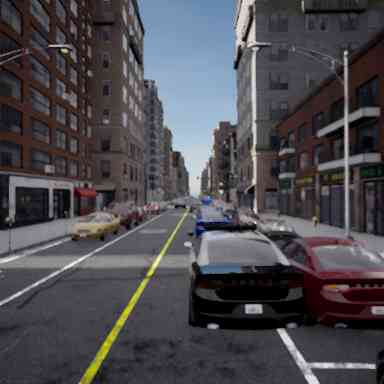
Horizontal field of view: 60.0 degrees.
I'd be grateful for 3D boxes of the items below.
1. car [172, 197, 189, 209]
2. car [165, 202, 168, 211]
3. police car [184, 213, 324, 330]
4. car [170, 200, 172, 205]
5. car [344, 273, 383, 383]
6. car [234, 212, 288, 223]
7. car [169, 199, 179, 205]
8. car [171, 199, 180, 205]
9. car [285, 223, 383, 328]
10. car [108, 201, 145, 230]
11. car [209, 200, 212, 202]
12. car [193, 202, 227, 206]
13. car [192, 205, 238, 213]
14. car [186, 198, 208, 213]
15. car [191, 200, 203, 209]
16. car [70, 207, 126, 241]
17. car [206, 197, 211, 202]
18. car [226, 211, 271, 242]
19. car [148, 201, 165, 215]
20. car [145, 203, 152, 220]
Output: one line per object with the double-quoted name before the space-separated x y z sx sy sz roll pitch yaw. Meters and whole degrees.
"car" -1.933 2.098 56.269 1.882 1.535 5.008 0 -1 1
"car" -4.720 2.039 45.633 1.752 1.417 4.829 0 -1 1
"police car" 0.857 1.504 7.372 1.930 1.638 5.238 0 -1 -1
"car" -4.640 2.126 51.320 2.008 1.369 4.403 0 -1 1
"car" 2.685 1.574 1.554 1.947 1.339 4.313 0 -1 1
"car" 2.840 1.677 12.590 2.008 1.369 4.403 0 -1 1
"car" -4.259 2.417 78.398 2.008 1.369 4.403 0 -1 1
"car" -4.178 2.472 84.079 1.887 1.381 4.507 0 -1 1
"car" 2.762 1.612 7.072 1.887 1.381 4.507 0 -1 1
"car" -5.030 1.592 23.735 2.192 1.841 5.009 0 -1 1
"car" 3.229 2.007 40.180 1.802 1.307 4.206 0 -1 1
"car" 1.178 1.727 23.276 1.882 1.535 5.008 0 -1 1
"car" 1.093 1.662 17.277 1.882 1.535 5.008 0 -1 1
"car" 0.687 1.982 45.289 2.128 1.511 4.902 0 -1 1
"car" 0.842 2.175 57.982 2.033 1.411 5.357 0 -1 1
"car" -5.105 1.741 18.047 1.752 1.417 4.829 0 -1 1
"car" 3.306 1.925 45.700 1.967 1.590 4.097 0 -1 1
"car" 2.918 1.768 18.108 1.802 1.307 4.206 0 -1 1
"car" -4.796 1.896 40.287 1.967 1.590 4.097 0 -1 1
"car" -4.951 1.919 29.250 1.802 1.307 4.206 0 -1 1
